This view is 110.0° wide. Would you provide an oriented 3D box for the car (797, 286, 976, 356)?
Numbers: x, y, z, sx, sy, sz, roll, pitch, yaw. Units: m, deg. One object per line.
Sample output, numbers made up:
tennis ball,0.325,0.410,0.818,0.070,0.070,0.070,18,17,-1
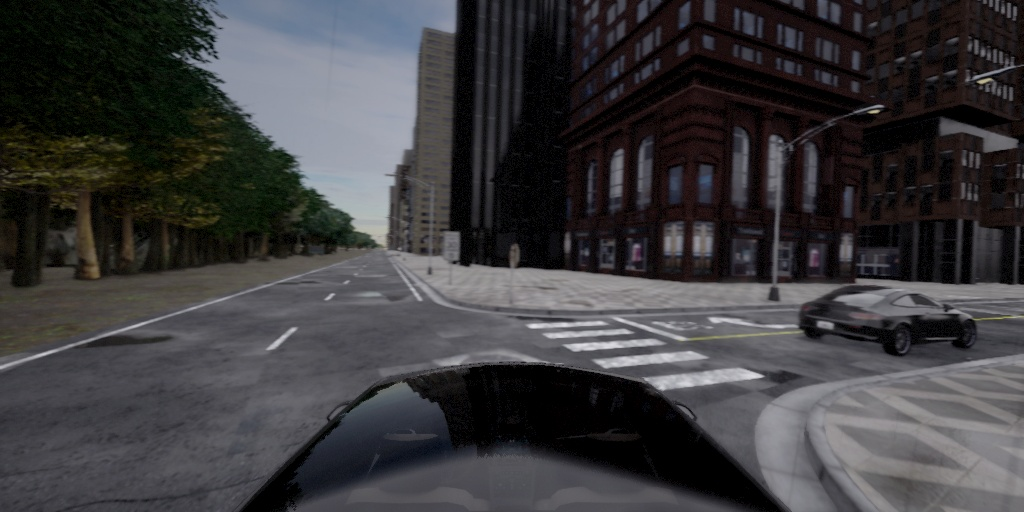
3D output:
car,9.441,1.496,9.093,4.674,1.442,1.812,2,1,-20
